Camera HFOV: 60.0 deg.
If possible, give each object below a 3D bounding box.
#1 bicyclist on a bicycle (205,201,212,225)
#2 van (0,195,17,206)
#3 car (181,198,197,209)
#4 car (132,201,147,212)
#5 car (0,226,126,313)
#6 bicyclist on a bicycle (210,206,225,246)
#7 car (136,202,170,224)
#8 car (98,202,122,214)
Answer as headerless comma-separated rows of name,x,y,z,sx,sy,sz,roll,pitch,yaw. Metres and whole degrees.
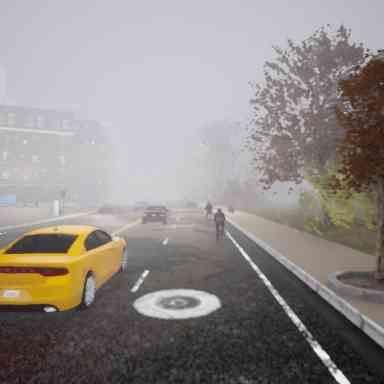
bicyclist on a bicycle,1.265,1.537,24.879,0.659,1.776,1.843,0,0,0
van,-31.405,1.372,55.417,3.998,1.788,1.690,1,-2,-31
car,-0.251,1.902,53.329,2.033,1.411,5.357,0,0,-3
car,-6.502,1.860,43.194,2.033,1.411,5.357,0,0,-1
car,-2.905,1.542,7.954,1.882,1.535,5.008,0,0,1
bicyclist on a bicycle,1.243,1.552,14.947,0.582,1.620,1.656,0,-1,0
car,-2.782,1.737,26.286,2.033,1.411,5.357,0,0,-1
car,-9.657,1.899,39.199,1.895,1.301,4.718,0,0,-1
